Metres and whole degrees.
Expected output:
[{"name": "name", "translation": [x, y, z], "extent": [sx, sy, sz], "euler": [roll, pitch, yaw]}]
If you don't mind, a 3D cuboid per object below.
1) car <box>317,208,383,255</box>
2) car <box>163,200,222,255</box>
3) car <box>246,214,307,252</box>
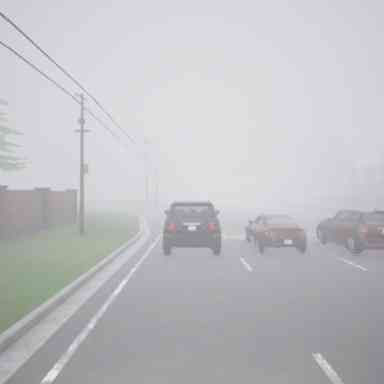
[{"name": "car", "translation": [7.006, 1.485, 14.091], "extent": [2.097, 1.767, 4.553], "euler": [0, -1, 0]}, {"name": "car", "translation": [0.004, 1.351, 14.024], "extent": [2.150, 2.045, 5.566], "euler": [0, 0, 0]}, {"name": "car", "translation": [3.509, 1.664, 14.377], "extent": [1.812, 1.442, 4.674], "euler": [0, 0, 0]}]
